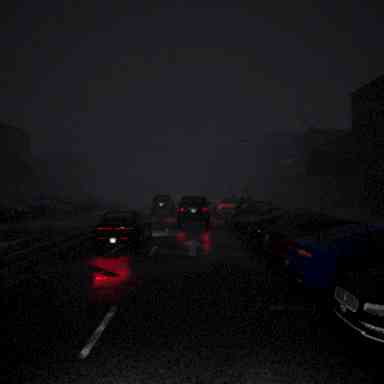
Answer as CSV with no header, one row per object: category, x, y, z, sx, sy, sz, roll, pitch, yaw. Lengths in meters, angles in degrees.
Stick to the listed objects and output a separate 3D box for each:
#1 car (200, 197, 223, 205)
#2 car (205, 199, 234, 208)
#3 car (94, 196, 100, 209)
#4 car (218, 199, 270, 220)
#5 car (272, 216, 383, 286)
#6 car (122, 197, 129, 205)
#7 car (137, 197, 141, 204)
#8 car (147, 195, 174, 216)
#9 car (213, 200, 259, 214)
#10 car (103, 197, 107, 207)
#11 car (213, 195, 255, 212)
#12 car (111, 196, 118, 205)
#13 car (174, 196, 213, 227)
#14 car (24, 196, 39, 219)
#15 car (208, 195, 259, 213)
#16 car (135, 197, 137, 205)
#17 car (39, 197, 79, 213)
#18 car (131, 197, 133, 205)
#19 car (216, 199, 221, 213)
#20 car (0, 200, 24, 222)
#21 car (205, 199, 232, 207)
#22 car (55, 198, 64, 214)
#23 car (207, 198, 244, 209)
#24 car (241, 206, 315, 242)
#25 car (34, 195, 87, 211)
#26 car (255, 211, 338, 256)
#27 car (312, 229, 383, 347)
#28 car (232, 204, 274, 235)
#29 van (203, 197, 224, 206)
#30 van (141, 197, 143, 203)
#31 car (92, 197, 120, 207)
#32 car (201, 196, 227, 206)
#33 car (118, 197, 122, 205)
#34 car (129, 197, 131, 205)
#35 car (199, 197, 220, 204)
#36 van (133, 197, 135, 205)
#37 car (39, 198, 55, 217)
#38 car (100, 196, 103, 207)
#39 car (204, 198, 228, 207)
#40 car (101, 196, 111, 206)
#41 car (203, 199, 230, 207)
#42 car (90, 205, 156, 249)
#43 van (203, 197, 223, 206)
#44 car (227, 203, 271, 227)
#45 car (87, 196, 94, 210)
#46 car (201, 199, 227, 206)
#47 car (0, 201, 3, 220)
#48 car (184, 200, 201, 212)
car,4.743,2.205,82.951,5.566,2.045,2.435,0,-1,0
car,4.709,1.936,57.938,4.892,1.521,2.231,0,-1,0
car,-15.720,1.420,44.259,5.566,2.045,2.435,0,-1,0
car,4.892,1.517,24.488,5.366,1.575,1.946,0,0,0
car,4.703,1.485,7.814,5.008,1.535,2.097,0,0,0
car,-15.978,2.124,66.303,5.366,1.575,1.946,0,-1,0
car,-15.793,2.152,80.097,5.566,2.045,2.435,0,-1,0
car,-2.904,1.297,34.172,2.150,2.045,5.566,0,0,0
car,4.704,1.605,35.725,4.674,1.452,2.002,0,0,0
car,-15.788,1.796,49.763,4.792,1.488,2.163,0,-1,0
car,4.674,1.424,32.948,4.553,1.767,2.185,0,0,0
car,-15.799,1.632,55.280,5.566,2.045,2.435,0,-1,0
car,0.098,1.261,23.292,2.150,2.045,5.566,0,0,0
car,-15.746,1.409,27.725,4.553,1.767,2.185,0,0,0
car,4.676,1.337,38.502,5.566,2.045,2.435,0,-1,0
car,-15.847,2.226,77.336,4.553,1.767,2.185,0,-1,0
car,-15.546,1.573,35.995,5.366,1.575,1.946,0,0,0
car,-15.802,2.283,71.818,4.674,1.452,2.002,0,-1,0
car,4.712,1.530,27.267,4.892,1.521,2.231,0,0,0
car,-15.738,1.554,24.967,4.792,1.488,2.163,0,0,0
car,4.731,2.028,60.716,4.792,1.488,2.163,0,-1,0
car,-15.723,1.599,33.236,4.674,1.452,2.002,0,0,0
car,4.889,1.747,49.480,5.366,1.575,1.946,0,-1,0
car,4.702,1.495,13.496,4.892,1.521,2.231,0,0,0
car,-15.709,1.350,38.749,5.566,2.045,2.435,0,-1,0
car,4.737,1.518,10.718,4.792,1.488,2.163,0,0,0
car,4.715,1.484,5.034,4.892,1.521,2.231,0,0,0
car,4.713,1.499,16.276,5.008,1.535,2.097,0,0,0
van,4.819,2.072,74.616,4.442,1.987,1.878,0,-1,0
van,-15.955,2.324,88.371,4.442,1.987,1.878,0,-1,0
car,-15.751,1.880,60.791,4.553,1.767,2.185,0,-1,0
car,4.671,1.987,71.718,5.566,2.045,2.435,0,-1,0
car,-15.748,1.693,58.037,5.566,2.045,2.435,0,-1,0
car,-15.984,2.183,69.062,5.366,1.575,1.946,0,-1,0
car,4.765,2.347,91.286,5.566,2.045,2.435,0,-1,0
van,-15.693,2.072,74.582,4.442,1.987,1.878,0,-1,0
car,-15.715,1.544,30.482,5.008,1.535,2.097,0,0,0
car,-15.748,1.713,47.012,5.008,1.535,2.097,0,-1,0
car,4.733,1.997,66.276,4.553,1.767,2.185,0,-1,0
car,-15.796,1.696,52.523,4.553,1.767,2.185,0,-1,0
car,4.696,2.061,63.496,5.008,1.535,2.097,0,-1,0
car,-2.902,1.521,14.609,1.837,1.490,4.892,0,0,0
van,4.823,2.124,77.269,4.442,1.987,1.878,0,-1,0
car,4.678,1.535,19.054,4.792,1.488,2.163,0,0,0
car,-15.714,1.380,41.506,5.566,2.045,2.435,0,-1,0
car,4.516,2.178,68.929,5.366,1.575,1.946,0,-1,0
car,-15.700,1.554,22.210,4.674,1.452,2.002,0,0,0
car,0.094,1.707,42.853,2.033,1.411,5.357,0,-1,0
